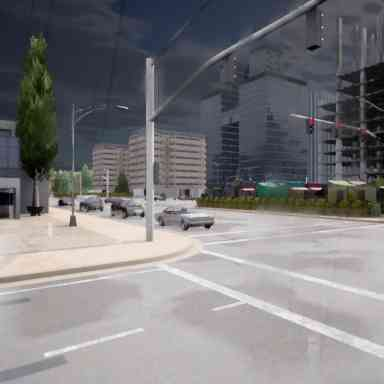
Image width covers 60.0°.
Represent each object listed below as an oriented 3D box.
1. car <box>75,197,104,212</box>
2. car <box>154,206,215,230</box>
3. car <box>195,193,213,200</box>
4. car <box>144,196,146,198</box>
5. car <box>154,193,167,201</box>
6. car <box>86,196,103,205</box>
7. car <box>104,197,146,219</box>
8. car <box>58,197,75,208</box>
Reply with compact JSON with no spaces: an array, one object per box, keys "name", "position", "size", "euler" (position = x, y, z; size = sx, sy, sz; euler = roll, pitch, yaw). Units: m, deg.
[{"name":"car","position":[-11.687,1.506,38.531],"size":[1.837,1.490,4.892],"euler":[0,0,-33]},{"name":"car","position":[-0.563,1.601,21.138],"size":[1.895,1.301,4.718],"euler":[0,0,-33]},{"name":"car","position":[3.221,1.156,62.389],"size":[3.866,1.878,1.905],"euler":[0,0,-34]},{"name":"car","position":[-9.389,1.153,81.045],"size":[4.605,1.855,1.932],"euler":[0,0,-34]},{"name":"car","position":[-7.811,1.156,78.618],"size":[3.866,1.878,1.905],"euler":[0,0,-34]},{"name":"car","position":[-18.306,1.564,62.201],"size":[1.994,1.385,4.181],"euler":[0,0,-33]},{"name":"car","position":[-5.654,1.492,29.093],"size":[2.128,1.511,4.902],"euler":[0,0,-33]},{"name":"car","position":[-18.653,1.492,49.529],"size":[2.128,1.511,4.902],"euler":[0,0,-32]}]
